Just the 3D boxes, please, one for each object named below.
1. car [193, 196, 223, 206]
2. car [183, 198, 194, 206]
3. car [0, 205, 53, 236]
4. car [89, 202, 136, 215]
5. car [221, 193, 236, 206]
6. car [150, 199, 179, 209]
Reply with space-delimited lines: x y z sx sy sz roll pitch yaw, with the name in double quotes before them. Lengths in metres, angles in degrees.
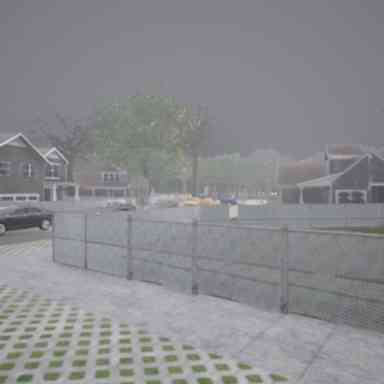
"car" 2.136 1.549 42.829 1.882 1.535 5.008 0 0 18
"car" 0.243 1.528 46.349 1.882 1.535 5.008 0 0 18
"car" -10.090 1.525 18.872 1.837 1.490 4.892 0 0 23
"car" -6.502 1.558 27.522 2.128 1.511 4.902 0 0 21
"car" 6.124 1.200 56.209 2.150 2.045 5.566 0 0 15
"car" -3.016 1.591 36.797 1.837 1.490 4.892 0 0 19
